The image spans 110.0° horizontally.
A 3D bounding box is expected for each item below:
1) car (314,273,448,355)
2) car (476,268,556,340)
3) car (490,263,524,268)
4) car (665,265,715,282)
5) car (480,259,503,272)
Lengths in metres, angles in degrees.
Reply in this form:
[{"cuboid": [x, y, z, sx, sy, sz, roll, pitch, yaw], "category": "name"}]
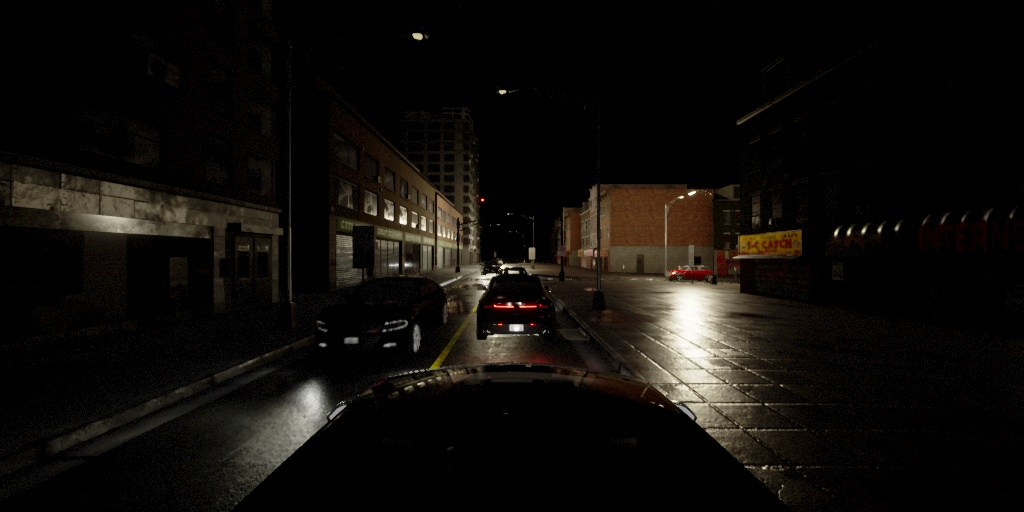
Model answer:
[{"cuboid": [-2.855, 1.228, 8.861, 1.882, 1.535, 5.008, 0, 0, 0], "category": "car"}, {"cuboid": [0.085, 1.255, 9.935, 1.837, 1.490, 4.892, 0, 0, 0], "category": "car"}, {"cuboid": [0.093, 1.298, 19.546, 2.033, 1.411, 5.357, 0, 0, 0], "category": "car"}, {"cuboid": [16.332, 1.574, 33.134, 4.097, 1.591, 1.967, 0, 0, 0], "category": "car"}, {"cuboid": [-2.236, 1.257, 37.411, 1.837, 1.490, 4.892, -1, 0, -11], "category": "car"}]
